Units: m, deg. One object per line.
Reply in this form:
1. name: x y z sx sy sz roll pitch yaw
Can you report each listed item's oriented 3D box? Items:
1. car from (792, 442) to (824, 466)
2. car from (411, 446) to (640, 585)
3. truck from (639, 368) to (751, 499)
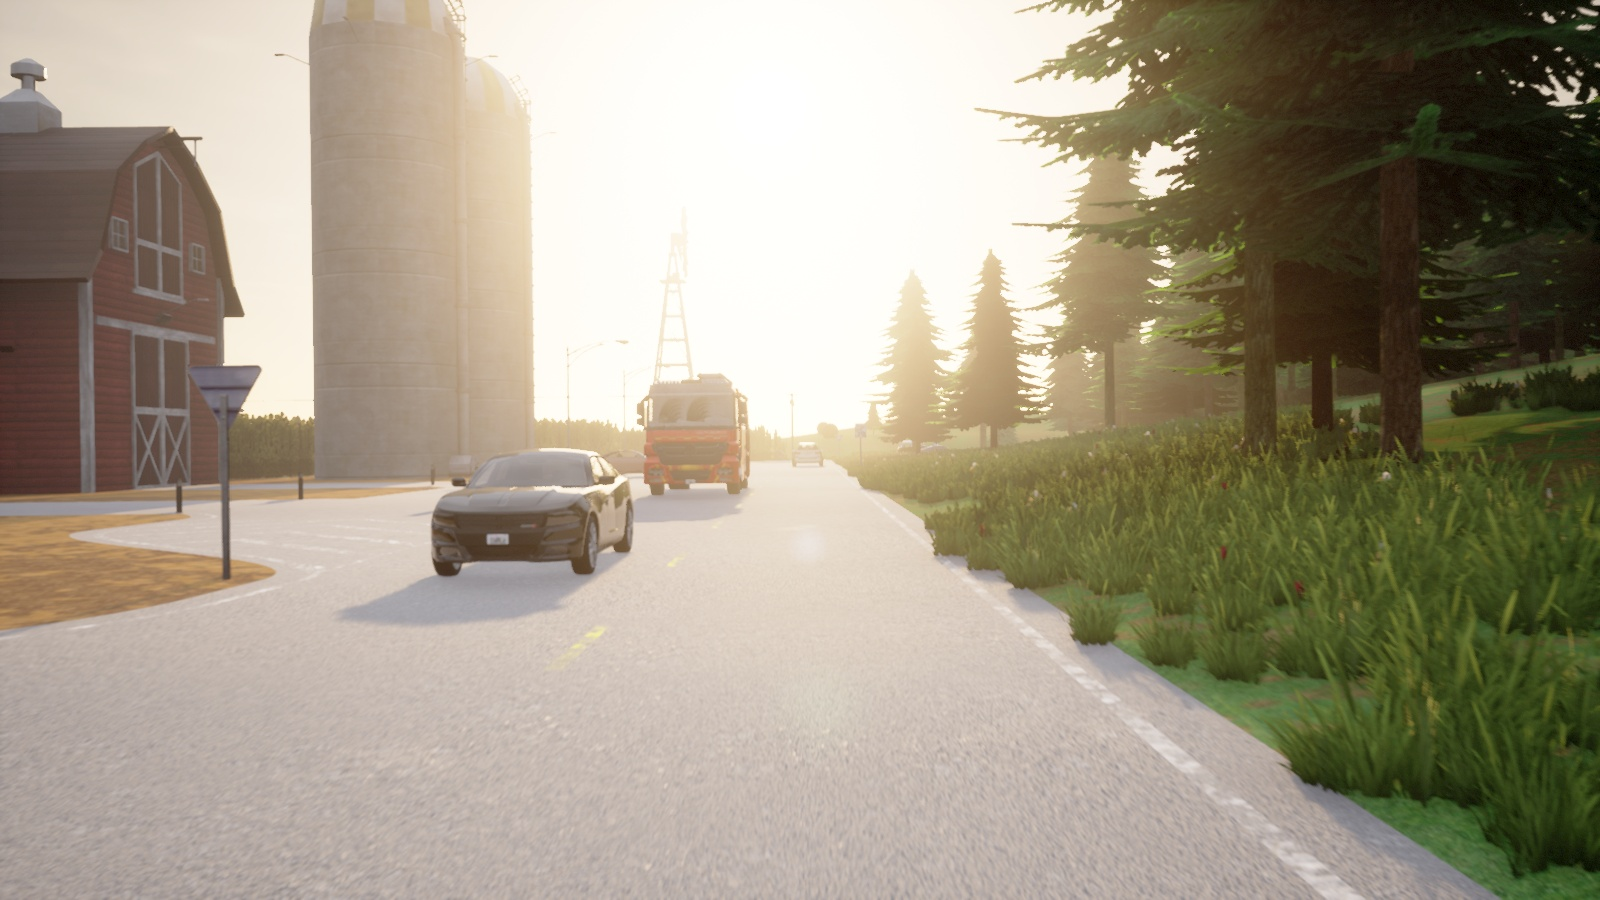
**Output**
1. car: 0.557 0.270 89.489 2.242 1.667 4.611 -1 0 0
2. car: -3.394 0.722 16.551 1.882 1.535 5.008 -1 0 0
3. truck: -3.254 -0.514 41.239 2.891 3.827 8.468 -1 0 0
